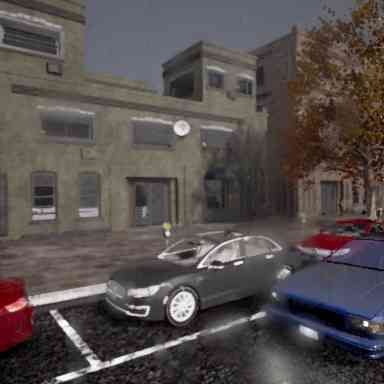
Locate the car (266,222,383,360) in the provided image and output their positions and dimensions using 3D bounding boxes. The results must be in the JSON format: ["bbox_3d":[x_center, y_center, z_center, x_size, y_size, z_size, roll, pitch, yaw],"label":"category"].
[{"bbox_3d":[3.745,1.496,6.056,5.357,1.411,2.033,-1,0,-36],"label":"car"}]

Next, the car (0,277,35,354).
[{"bbox_3d":[-4.056,1.593,3.669,4.206,1.307,1.802,-1,0,-36],"label":"car"}]

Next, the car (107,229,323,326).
[{"bbox_3d":[0.458,1.517,6.894,4.403,1.369,2.008,-1,0,-36],"label":"car"}]

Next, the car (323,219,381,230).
[{"bbox_3d":[4.973,1.504,10.120,4.206,1.307,1.802,-1,0,-36],"label":"car"}]
